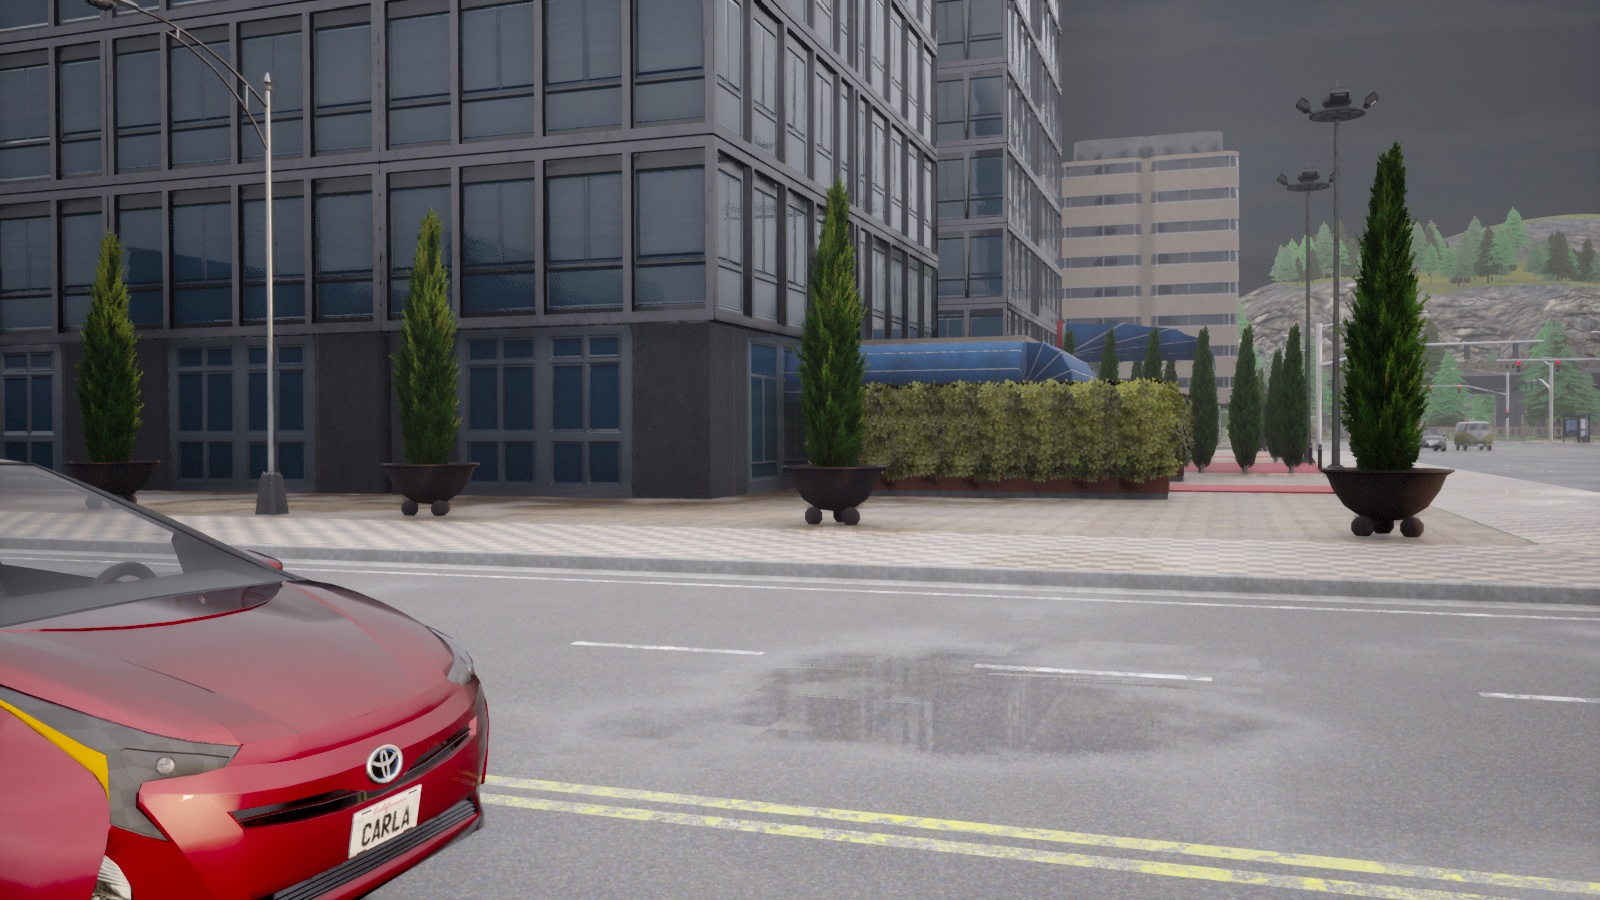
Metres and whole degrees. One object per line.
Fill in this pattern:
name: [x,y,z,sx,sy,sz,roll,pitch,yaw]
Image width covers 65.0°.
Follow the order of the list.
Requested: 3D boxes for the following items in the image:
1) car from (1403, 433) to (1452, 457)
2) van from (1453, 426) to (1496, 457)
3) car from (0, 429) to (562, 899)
car: [40.698,-0.370,81.552,2.128,1.511,4.902,1,1,18]
van: [45.351,-0.603,84.485,1.775,1.987,4.442,1,1,18]
car: [-3.322,0.692,4.311,4.514,1.525,2.007,1,1,19]
